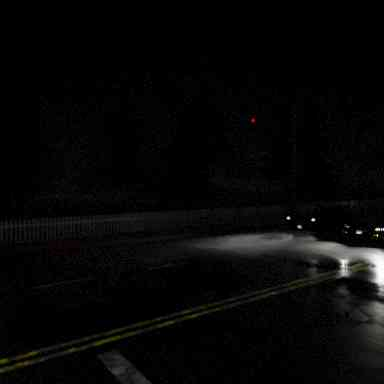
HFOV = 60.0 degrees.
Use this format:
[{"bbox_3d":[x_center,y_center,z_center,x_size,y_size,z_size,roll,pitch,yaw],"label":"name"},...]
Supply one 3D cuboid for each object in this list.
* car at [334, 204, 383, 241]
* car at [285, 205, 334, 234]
[{"bbox_3d":[8.468,1.304,14.373,4.892,1.490,1.837,-1,1,-36],"label":"car"},{"bbox_3d":[7.106,1.388,17.702,4.718,1.301,1.895,-1,1,-36],"label":"car"}]
